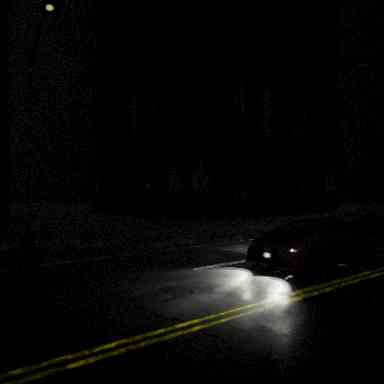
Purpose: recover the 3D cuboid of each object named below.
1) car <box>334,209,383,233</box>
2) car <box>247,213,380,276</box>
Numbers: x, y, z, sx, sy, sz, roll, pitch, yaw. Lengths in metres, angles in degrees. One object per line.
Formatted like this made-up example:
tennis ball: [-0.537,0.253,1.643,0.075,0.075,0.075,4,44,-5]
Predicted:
car: [8.392,1.563,17.651,4.718,1.301,1.895,0,0,-35]
car: [3.685,1.543,10.304,4.181,1.385,1.994,0,0,-35]
